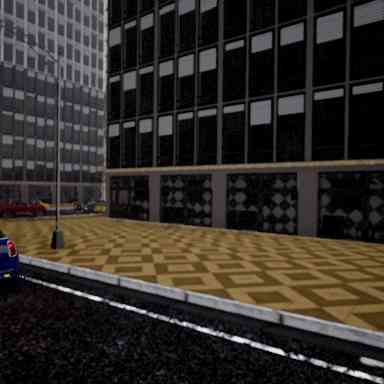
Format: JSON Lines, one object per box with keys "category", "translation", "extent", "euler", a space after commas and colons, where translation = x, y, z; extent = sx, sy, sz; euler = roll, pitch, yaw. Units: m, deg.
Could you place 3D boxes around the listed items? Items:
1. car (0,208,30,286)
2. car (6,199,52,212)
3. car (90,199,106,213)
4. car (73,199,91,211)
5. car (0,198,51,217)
{"category": "car", "translation": [-6.239, 1.351, 8.155], "extent": [4.553, 1.767, 2.097], "euler": [0, 0, 36]}
{"category": "car", "translation": [-19.777, 1.643, 40.551], "extent": [1.752, 1.417, 4.829], "euler": [1, 0, 37]}
{"category": "car", "translation": [-9.482, 1.830, 40.360], "extent": [1.752, 1.417, 4.829], "euler": [1, 0, 37]}
{"category": "car", "translation": [-13.545, 1.725, 44.581], "extent": [1.837, 1.490, 4.892], "euler": [1, 0, 37]}
{"category": "car", "translation": [-16.304, 1.519, 31.167], "extent": [2.192, 1.841, 5.009], "euler": [1, 0, 37]}
